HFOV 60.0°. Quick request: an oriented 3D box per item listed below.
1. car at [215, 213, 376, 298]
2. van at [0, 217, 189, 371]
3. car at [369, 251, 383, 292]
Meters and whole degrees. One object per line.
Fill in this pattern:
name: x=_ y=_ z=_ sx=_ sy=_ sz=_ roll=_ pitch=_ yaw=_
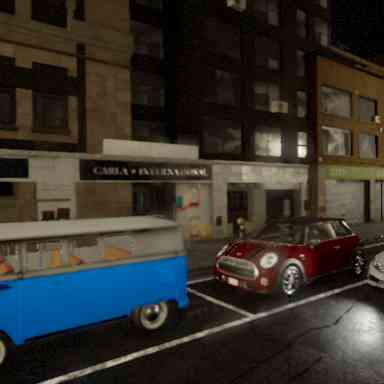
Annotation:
car: x=2.508 y=1.392 z=8.333 sx=4.097 sy=1.590 sz=1.967 roll=-1 pitch=0 yaw=-36
van: x=-1.966 y=1.333 z=5.138 sx=3.998 sy=1.788 sz=1.690 roll=-1 pitch=0 yaw=-36
car: x=5.903 y=1.461 z=7.582 sx=4.674 sy=1.442 sz=1.812 roll=0 pitch=0 yaw=-36
